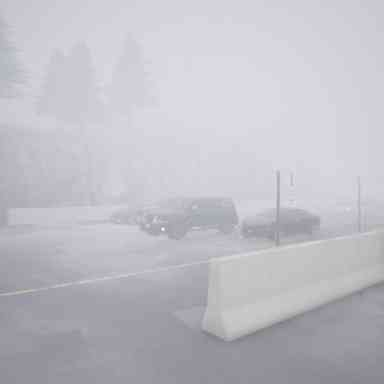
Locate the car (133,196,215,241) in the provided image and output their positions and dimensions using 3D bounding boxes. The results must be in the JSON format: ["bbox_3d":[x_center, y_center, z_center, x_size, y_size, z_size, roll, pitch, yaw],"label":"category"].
[{"bbox_3d":[0.064,1.251,17.396,5.566,2.045,2.150,0,0,-39],"label":"car"}]

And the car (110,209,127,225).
[{"bbox_3d":[-3.409,1.551,23.631,4.892,1.490,1.837,0,0,-40],"label":"car"}]

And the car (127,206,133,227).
[{"bbox_3d":[-0.969,1.259,21.079,5.566,2.045,2.150,0,0,-40],"label":"car"}]
